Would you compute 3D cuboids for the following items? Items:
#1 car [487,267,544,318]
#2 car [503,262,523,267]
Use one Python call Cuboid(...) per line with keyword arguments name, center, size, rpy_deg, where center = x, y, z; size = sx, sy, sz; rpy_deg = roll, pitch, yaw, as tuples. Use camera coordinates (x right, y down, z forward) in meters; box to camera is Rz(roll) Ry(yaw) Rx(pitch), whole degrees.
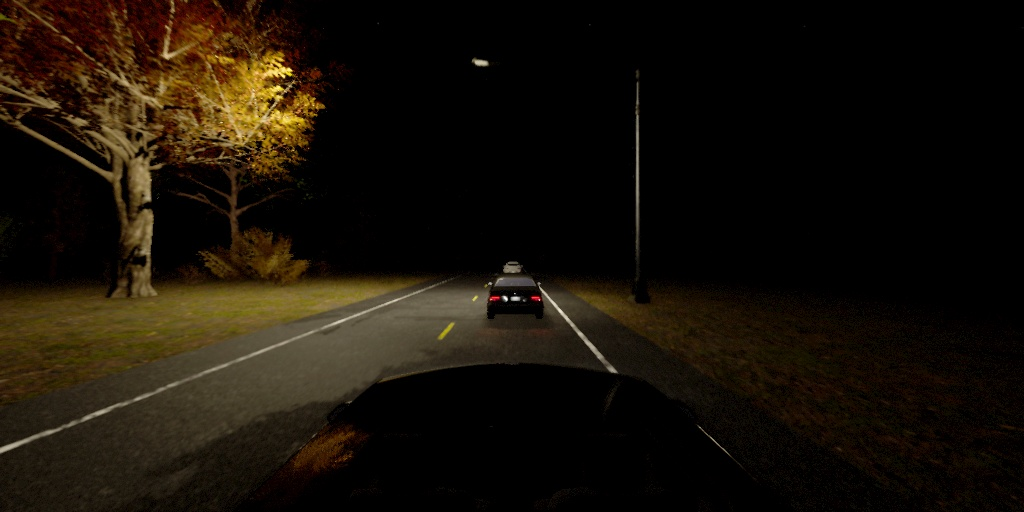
Cuboid(name="car", center=(0.101, 1.301, 13.019), size=(2.033, 1.411, 5.357), rpy_deg=(0, 0, 0))
Cuboid(name="car", center=(0.106, 1.289, 34.885), size=(1.812, 1.442, 4.674), rpy_deg=(0, 0, 0))
